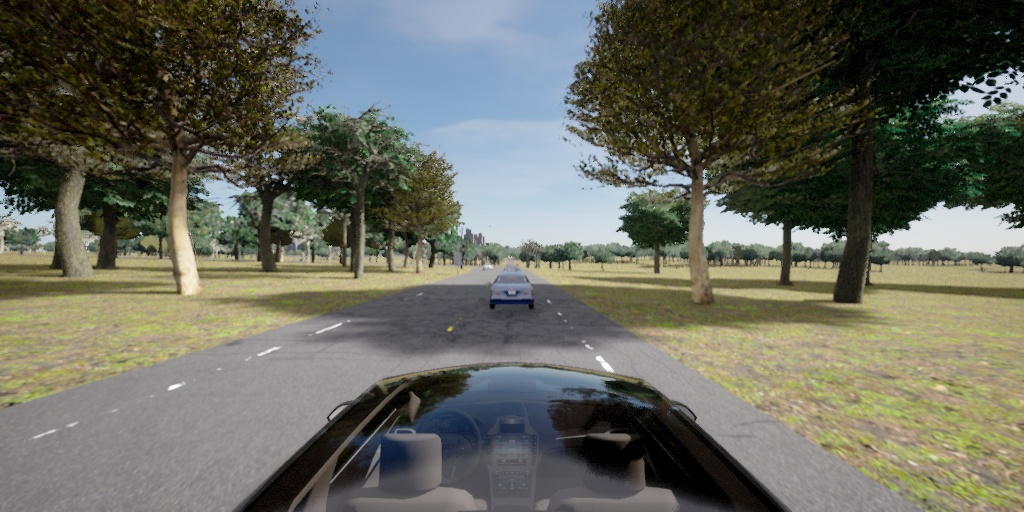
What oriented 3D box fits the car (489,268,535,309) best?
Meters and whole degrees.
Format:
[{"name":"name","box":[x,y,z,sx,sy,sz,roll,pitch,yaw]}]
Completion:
[{"name":"car","box":[-0.006,1.434,15.840,2.033,1.411,5.357,0,-1,0]}]
